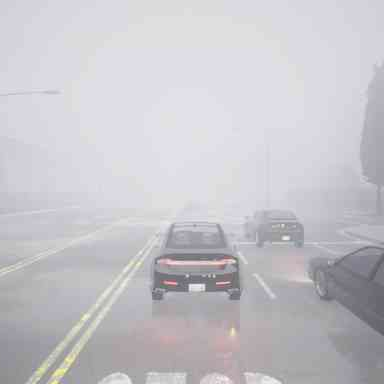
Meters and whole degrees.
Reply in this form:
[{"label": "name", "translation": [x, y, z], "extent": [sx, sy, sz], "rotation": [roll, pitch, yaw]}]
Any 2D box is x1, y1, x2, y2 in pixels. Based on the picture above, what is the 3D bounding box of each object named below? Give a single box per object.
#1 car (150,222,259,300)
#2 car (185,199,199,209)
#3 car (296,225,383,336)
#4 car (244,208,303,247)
[{"label": "car", "translation": [0.080, 1.492, 8.357], "extent": [2.128, 1.511, 4.902], "rotation": [0, 0, 0]}, {"label": "car", "translation": [-0.007, 1.601, 44.136], "extent": [1.895, 1.301, 4.718], "rotation": [0, 0, 0]}, {"label": "car", "translation": [3.587, 1.547, 5.312], "extent": [2.033, 1.411, 5.357], "rotation": [0, 0, 0]}, {"label": "car", "translation": [3.563, 1.505, 15.058], "extent": [1.837, 1.490, 4.892], "rotation": [0, 0, 0]}]
